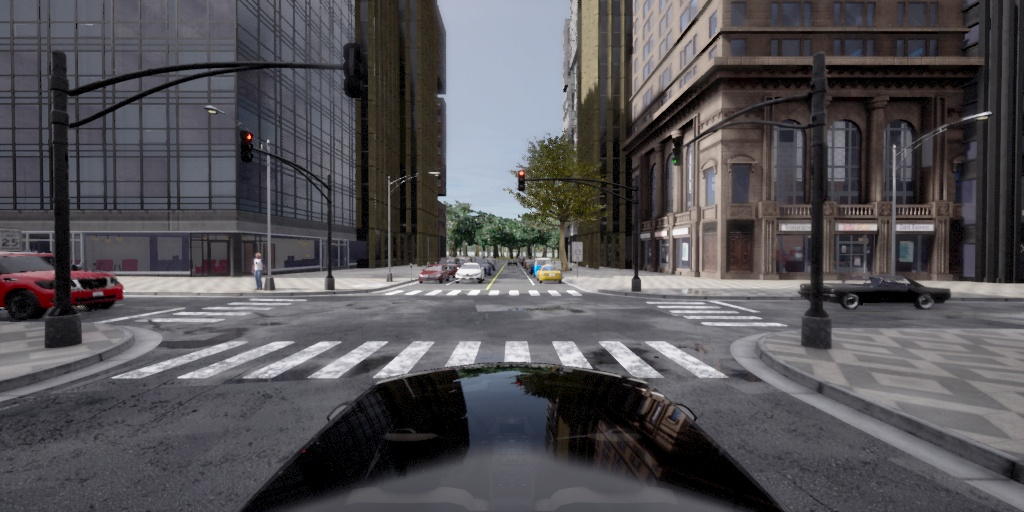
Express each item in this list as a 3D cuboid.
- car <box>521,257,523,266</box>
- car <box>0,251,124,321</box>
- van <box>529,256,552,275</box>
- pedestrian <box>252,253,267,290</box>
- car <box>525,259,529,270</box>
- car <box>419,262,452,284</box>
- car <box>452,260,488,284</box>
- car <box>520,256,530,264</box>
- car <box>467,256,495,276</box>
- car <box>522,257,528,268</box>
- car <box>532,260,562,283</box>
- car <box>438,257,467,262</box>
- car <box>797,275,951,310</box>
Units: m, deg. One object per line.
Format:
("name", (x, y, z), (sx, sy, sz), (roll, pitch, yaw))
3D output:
("car", (2.770, 1.214, 55.343), (1.888, 1.381, 4.507), (0, 0, 0))
("car", (-16.087, 0.866, 11.526), (5.566, 2.045, 2.150), (0, 1, 0))
("van", (2.767, 1.061, 32.625), (1.690, 1.789, 3.998), (0, 0, 0))
("pedestrian", (-12.520, 0.742, 17.767), (0.375, 1.860, 0.375), (0, 0, 0))
("car", (2.768, 1.276, 38.305), (1.948, 1.339, 4.313), (0, 0, 0))
("car", (-5.759, 1.312, 26.937), (1.802, 1.307, 4.207), (0, 0, 0))
("car", (-3.093, 1.255, 27.180), (1.812, 1.442, 4.674), (0, 0, 0))
("car", (2.771, 1.204, 61.022), (2.007, 1.370, 4.403), (0, 0, 0))
("car", (-3.093, 1.067, 36.061), (2.097, 1.767, 4.553), (0, 0, 0))
("car", (2.770, 1.209, 49.834), (1.751, 1.417, 4.829), (0, 0, 0))
("car", (2.766, 1.255, 27.115), (1.751, 1.417, 4.829), (0, 0, 0))
("car", (-5.758, 1.035, 32.618), (2.192, 1.841, 5.009), (0, 0, 0))
("car", (14.712, 1.444, 14.787), (4.718, 1.301, 1.895), (0, 1, 0))
